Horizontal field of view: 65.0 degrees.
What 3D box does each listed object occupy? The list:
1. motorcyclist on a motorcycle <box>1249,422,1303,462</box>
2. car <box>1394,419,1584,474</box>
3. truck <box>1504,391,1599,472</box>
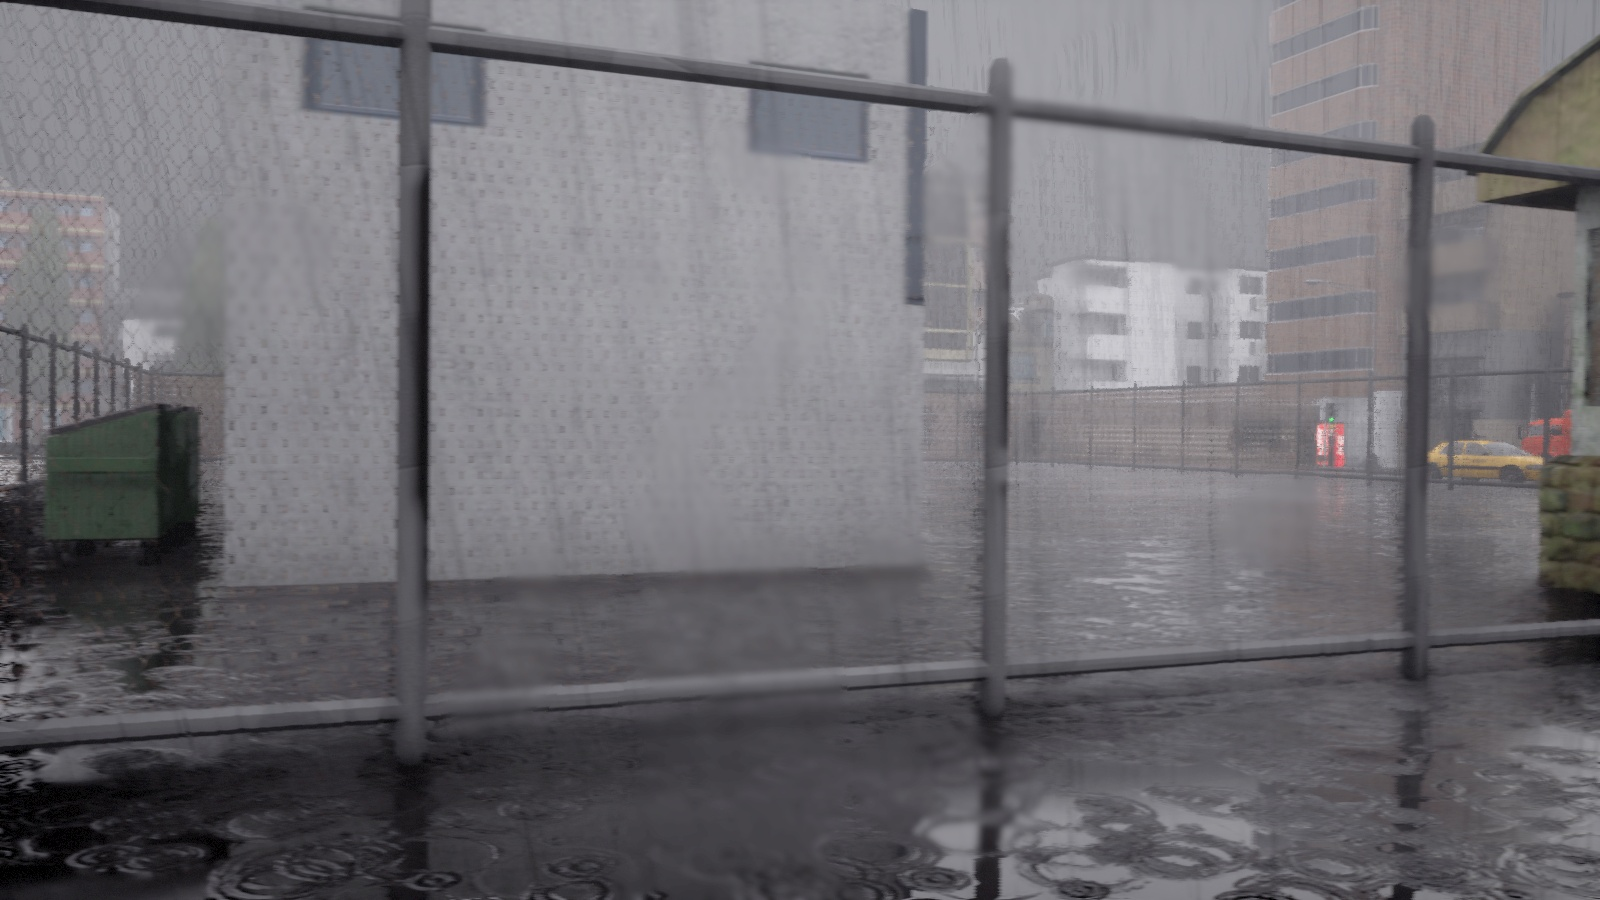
[{"bbox_3d":[20.302,-0.353,53.593,0.766,1.649,2.350,-1,1,-21],"label":"motorcyclist on a motorcycle"},{"bbox_3d":[21.461,-0.145,39.413,1.801,1.575,5.366,-1,1,-20],"label":"car"},{"bbox_3d":[25.578,-0.611,39.784,2.627,2.467,5.204,-1,2,-21],"label":"truck"}]
